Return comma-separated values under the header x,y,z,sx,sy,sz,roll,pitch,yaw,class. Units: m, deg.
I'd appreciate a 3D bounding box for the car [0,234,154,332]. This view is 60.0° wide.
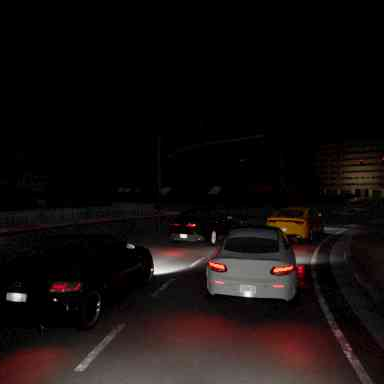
x,y,z,sx,sy,sz,roll,pitch,yaw,class
-2.255,1.564,7.010,1.994,1.385,4.181,0,0,12,car

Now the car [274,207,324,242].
x,y,z,sx,sy,sz,roll,pitch,yaw,class
5.237,1.478,16.536,1.882,1.535,5.008,0,0,30,car

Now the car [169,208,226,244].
x,y,z,sx,sy,sz,roll,pitch,yaw,class
0.636,1.505,15.441,1.837,1.490,4.892,0,0,24,car

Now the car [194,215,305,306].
x,y,z,sx,sy,sz,roll,pitch,yaw,class
1.539,1.526,8.032,1.812,1.442,4.674,0,0,14,car
